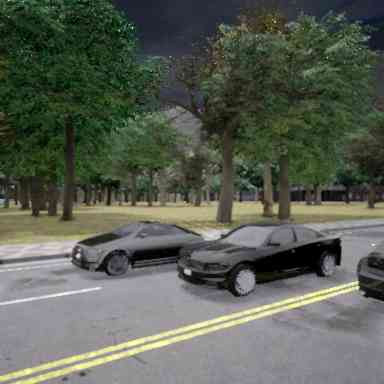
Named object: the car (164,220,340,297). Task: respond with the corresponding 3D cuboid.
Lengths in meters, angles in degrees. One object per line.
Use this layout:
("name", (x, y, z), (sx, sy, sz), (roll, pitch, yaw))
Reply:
("car", (1.959, 1.542, 8.896), (5.008, 1.535, 1.882), (1, 0, -35))

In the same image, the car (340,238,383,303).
("car", (5.480, 1.577, 7.129), (4.892, 1.490, 1.837), (1, 0, -35))

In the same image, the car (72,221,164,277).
("car", (-1.528, 1.619, 10.442), (4.181, 1.385, 1.994), (1, 0, -35))
